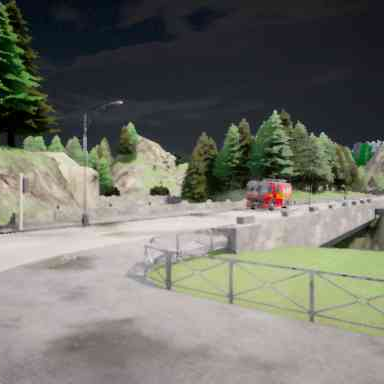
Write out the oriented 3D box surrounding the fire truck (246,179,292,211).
[{"bbox_3d":[9.952,0.332,42.338,2.891,3.827,8.468,0,0,35],"label":"fire truck"}]
